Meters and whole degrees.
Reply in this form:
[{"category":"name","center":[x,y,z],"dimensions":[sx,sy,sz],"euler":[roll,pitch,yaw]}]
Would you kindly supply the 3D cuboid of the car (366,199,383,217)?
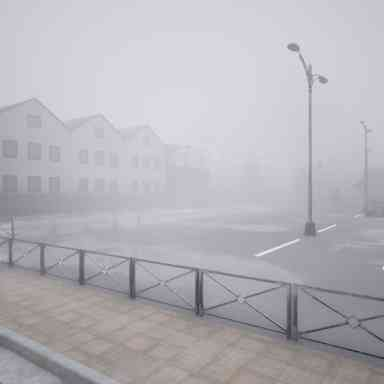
[{"category":"car","center":[15.327,1.298,26.874],"dimensions":[2.007,1.523,4.514],"euler":[0,0,35]}]
